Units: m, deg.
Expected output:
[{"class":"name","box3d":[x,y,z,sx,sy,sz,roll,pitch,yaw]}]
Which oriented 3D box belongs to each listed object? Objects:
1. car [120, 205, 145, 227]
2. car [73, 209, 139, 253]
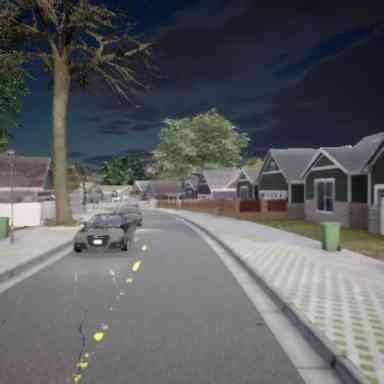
[{"class":"car","box3d":[-4.516,1.712,24.195,1.837,1.490,4.892,0,-1,-8]},{"class":"car","box3d":[-3.512,1.611,13.917,1.994,1.385,4.181,0,0,-4]}]
